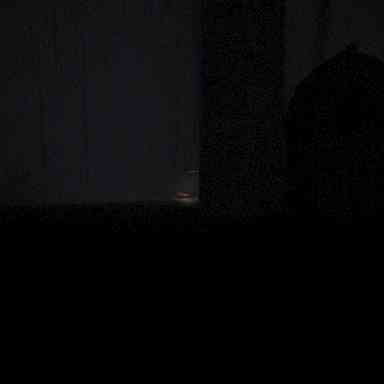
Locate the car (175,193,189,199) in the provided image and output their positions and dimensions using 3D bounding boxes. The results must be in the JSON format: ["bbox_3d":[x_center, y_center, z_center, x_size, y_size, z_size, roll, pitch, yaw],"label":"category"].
[{"bbox_3d":[-2.813,0.933,93.046,2.097,1.767,4.553,1,1,36],"label":"car"}]
